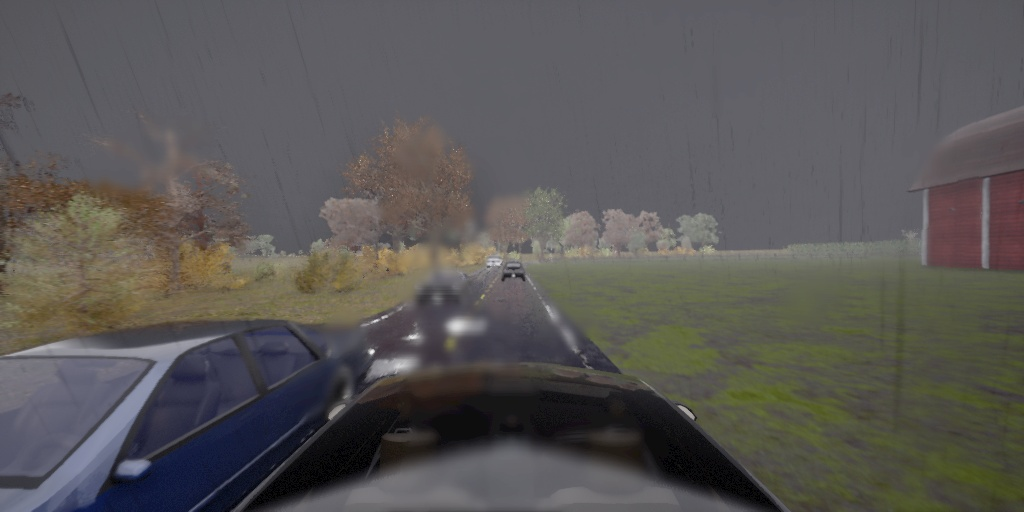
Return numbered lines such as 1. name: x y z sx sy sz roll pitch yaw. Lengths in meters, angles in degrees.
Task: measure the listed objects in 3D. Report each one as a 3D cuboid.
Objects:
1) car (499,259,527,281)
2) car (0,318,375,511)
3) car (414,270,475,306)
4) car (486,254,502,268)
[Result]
1. car: 0.118 1.191 29.194 1.837 1.490 4.892 0 1 0
2. car: -2.847 1.292 2.808 2.033 1.411 5.357 0 0 0
3. car: -2.817 1.314 15.799 1.895 1.301 4.718 0 0 0
4. car: -2.736 0.786 55.795 2.150 2.045 5.566 0 0 1
